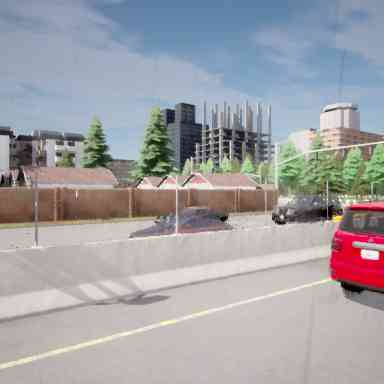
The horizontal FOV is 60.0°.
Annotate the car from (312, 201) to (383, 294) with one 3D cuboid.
[{"bbox_3d":[5.417,1.223,7.603,5.566,2.045,2.150,0,0,-36],"label":"car"}]

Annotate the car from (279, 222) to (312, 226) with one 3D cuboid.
[{"bbox_3d":[7.877,1.221,22.462,5.566,2.045,2.150,0,0,-35],"label":"car"}]

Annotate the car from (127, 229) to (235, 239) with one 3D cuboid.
[{"bbox_3d":[-0.297,1.564,12.369,4.181,1.385,1.994,0,0,-35],"label":"car"}]
